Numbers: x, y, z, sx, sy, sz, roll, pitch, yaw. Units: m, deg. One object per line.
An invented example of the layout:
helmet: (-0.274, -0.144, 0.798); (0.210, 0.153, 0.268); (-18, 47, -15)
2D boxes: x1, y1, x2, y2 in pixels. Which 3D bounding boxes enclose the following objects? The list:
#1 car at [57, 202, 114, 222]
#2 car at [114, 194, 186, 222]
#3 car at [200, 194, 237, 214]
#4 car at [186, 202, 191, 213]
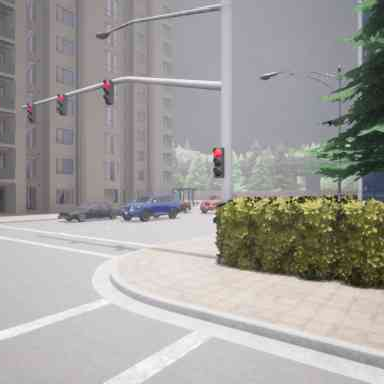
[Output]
car: (-7.875, 1.547, 26.554); (2.033, 1.411, 5.357); (0, 0, 36)
car: (-3.254, 1.221, 26.939); (2.150, 2.045, 5.566); (0, 0, 36)
car: (3.091, 1.221, 35.573); (2.150, 2.045, 5.566); (0, 0, 36)
car: (-2.071, 1.478, 34.462); (1.882, 1.535, 5.008); (0, 0, 36)
